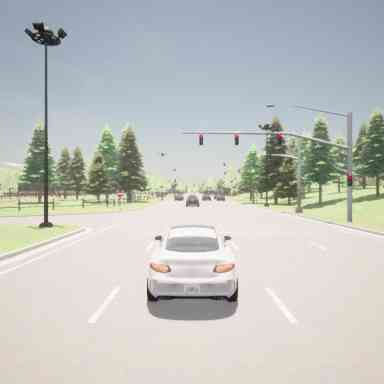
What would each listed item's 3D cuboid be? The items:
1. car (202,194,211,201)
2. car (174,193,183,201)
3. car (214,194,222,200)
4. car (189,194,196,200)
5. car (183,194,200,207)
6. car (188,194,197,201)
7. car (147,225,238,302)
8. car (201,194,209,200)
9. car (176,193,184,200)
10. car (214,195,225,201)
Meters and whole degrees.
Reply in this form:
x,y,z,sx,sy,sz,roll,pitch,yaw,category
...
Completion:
x,y,z,sx,sy,sz,roll,pitch,yaw,category
3.653,1.345,83.040,2.097,1.767,4.553,0,0,0,car
-3.347,1.541,83.049,1.994,1.385,4.181,0,0,0,car
7.171,1.382,93.067,1.994,1.385,4.181,0,0,0,car
0.171,1.330,93.079,1.837,1.490,4.892,0,0,0,car
0.096,1.351,52.017,2.097,1.767,4.553,0,0,0,car
0.153,1.345,83.046,2.097,1.767,4.553,0,0,0,car
0.021,1.525,8.143,1.812,1.442,4.674,0,0,0,car
3.671,1.369,93.073,2.033,1.411,5.357,0,0,0,car
-3.329,1.185,93.056,2.097,1.767,4.553,0,0,0,car
7.152,1.514,82.647,2.128,1.511,4.902,0,0,0,car
